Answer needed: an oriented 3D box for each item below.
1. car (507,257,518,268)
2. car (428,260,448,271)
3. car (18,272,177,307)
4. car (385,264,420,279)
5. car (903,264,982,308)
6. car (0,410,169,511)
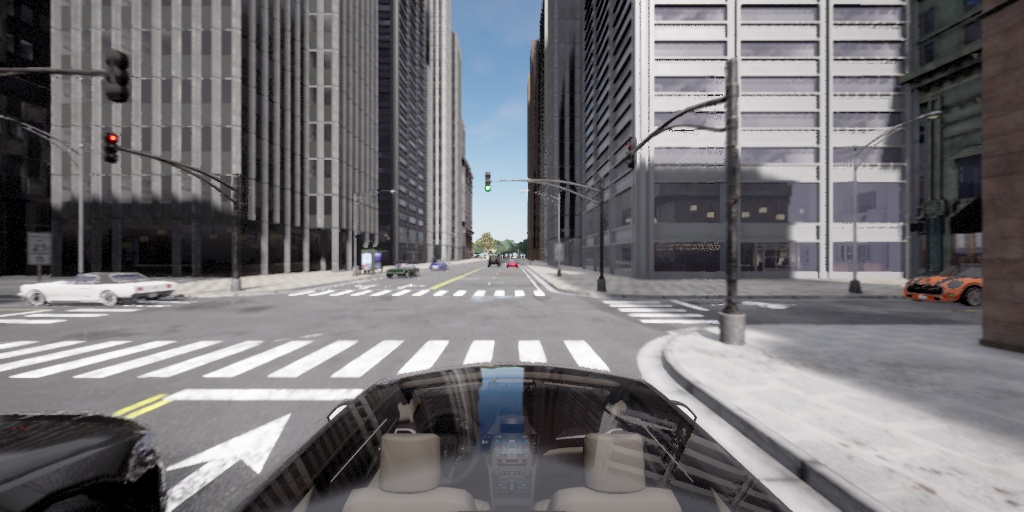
[{"bbox_3d":[0.070,1.311,63.225,1.994,1.385,4.181,0,0,0],"label":"car"},{"bbox_3d":[-9.839,1.269,48.271,1.812,1.442,4.674,0,0,0],"label":"car"},{"bbox_3d":[-17.017,1.338,14.837,4.718,1.301,1.895,0,0,1],"label":"car"},{"bbox_3d":[-9.855,1.345,32.554,1.895,1.301,4.718,0,0,0],"label":"car"},{"bbox_3d":[19.188,1.116,14.794,4.553,1.767,2.097,0,0,0],"label":"car"},{"bbox_3d":[-3.152,1.242,0.293,2.128,1.511,4.902,0,0,0],"label":"car"}]
